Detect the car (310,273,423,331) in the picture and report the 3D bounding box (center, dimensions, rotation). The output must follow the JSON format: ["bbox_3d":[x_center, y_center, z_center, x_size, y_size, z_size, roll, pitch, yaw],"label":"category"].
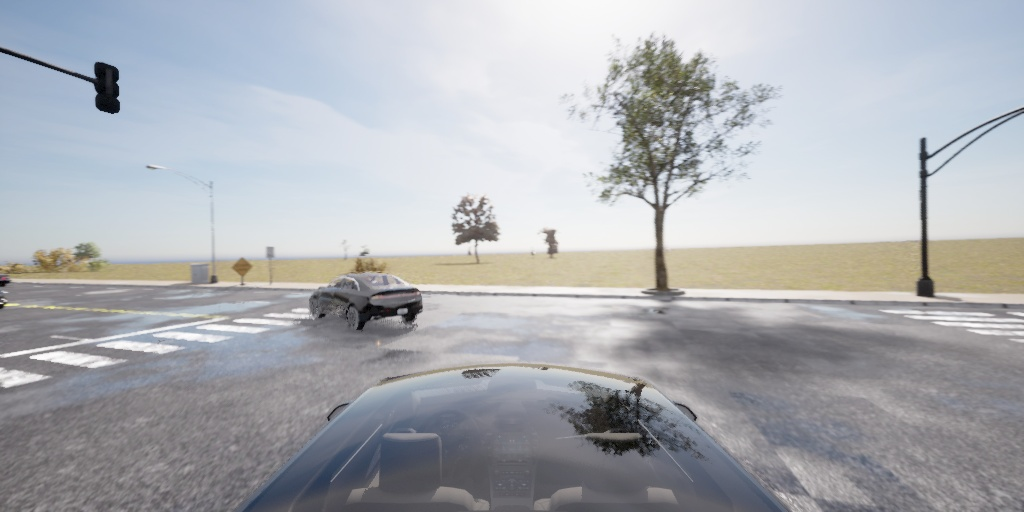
[{"bbox_3d":[-4.758,1.293,11.391,4.902,1.511,2.128,0,1,43],"label":"car"}]

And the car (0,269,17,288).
[{"bbox_3d":[-41.226,1.724,27.656,5.357,1.411,2.033,-1,1,18],"label":"car"}]

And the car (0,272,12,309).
[{"bbox_3d":[-23.412,1.546,14.880,4.892,1.490,1.837,-1,1,18],"label":"car"}]

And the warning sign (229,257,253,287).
[{"bbox_3d":[-17.110,0.974,22.776,1.060,1.860,1.300,0,0,18],"label":"warning sign"}]
